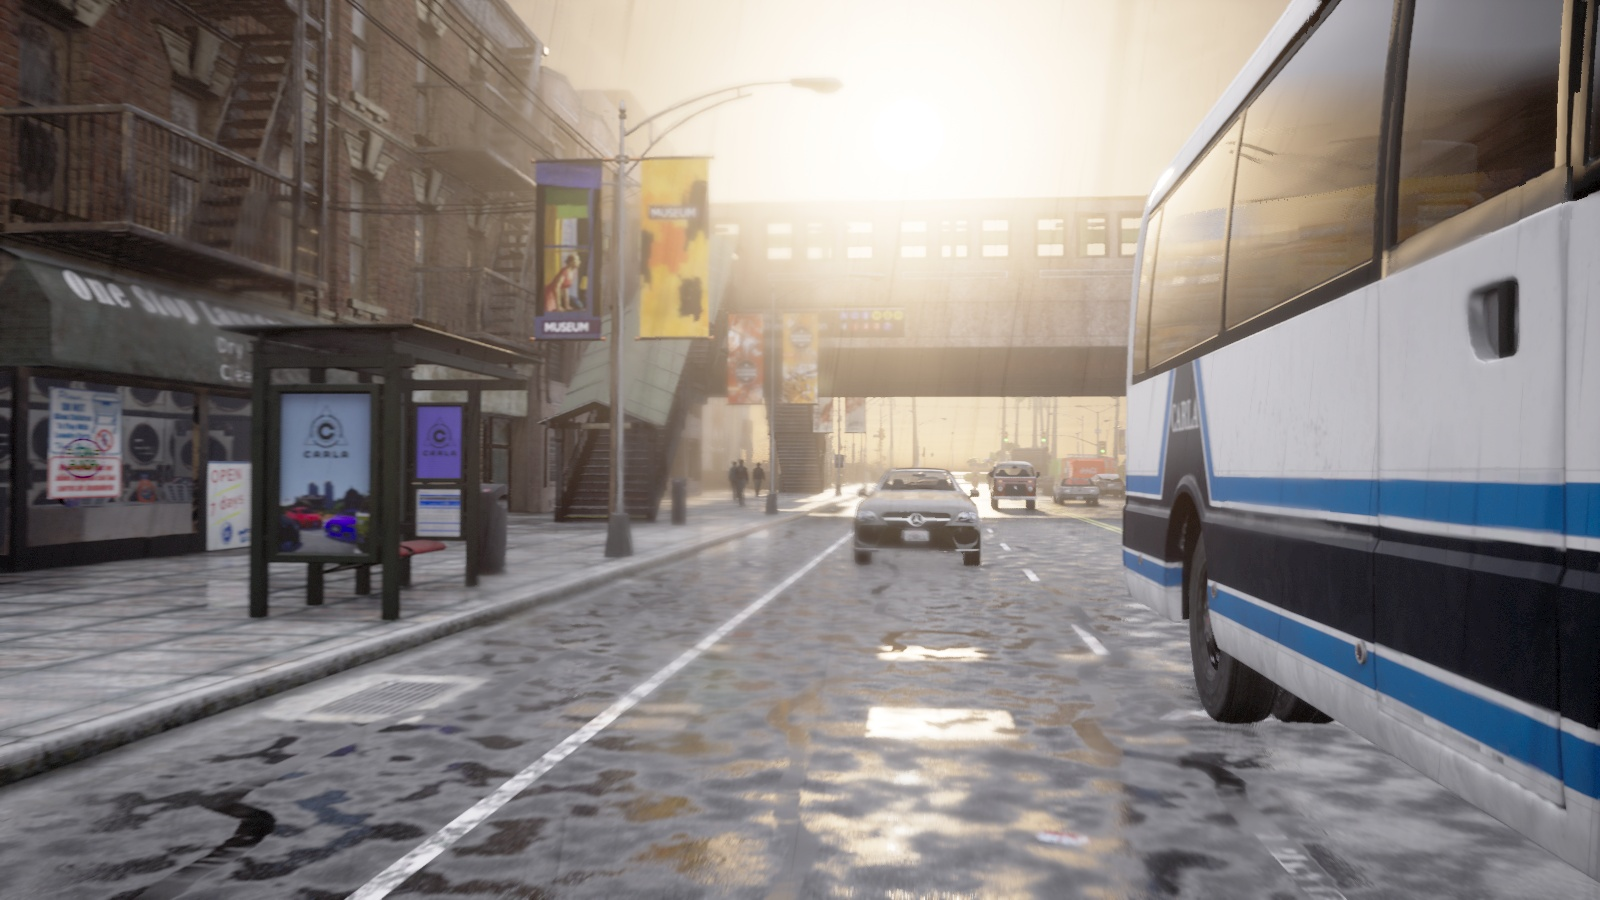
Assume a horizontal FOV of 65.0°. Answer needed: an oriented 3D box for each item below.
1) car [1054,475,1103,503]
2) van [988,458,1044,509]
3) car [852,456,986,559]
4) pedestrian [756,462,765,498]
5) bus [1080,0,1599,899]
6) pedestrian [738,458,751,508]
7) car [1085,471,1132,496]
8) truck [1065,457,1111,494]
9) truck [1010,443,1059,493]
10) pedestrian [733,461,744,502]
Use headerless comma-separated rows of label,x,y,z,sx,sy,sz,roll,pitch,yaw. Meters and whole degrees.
car,13.658,1.910,61.897,1.895,1.301,4.718,0,-1,7
van,9.062,1.398,53.014,2.069,2.038,4.480,0,-1,7
car,2.194,0.969,22.802,2.152,1.651,5.027,0,-1,6
pedestrian,-2.020,1.559,64.555,0.431,1.840,0.703,0,-1,-5
bus,3.776,-0.487,5.192,3.944,4.253,10.273,0,-1,6
pedestrian,-2.168,1.296,48.804,0.402,1.930,0.666,0,-1,7
car,18.876,2.045,76.951,2.163,1.488,4.792,0,-1,6
truck,19.911,1.737,87.059,2.627,2.467,5.204,0,0,7
truck,16.885,1.303,90.878,2.891,3.462,7.936,0,-1,7
pedestrian,-2.910,1.476,59.448,0.396,1.930,0.692,0,-1,12
